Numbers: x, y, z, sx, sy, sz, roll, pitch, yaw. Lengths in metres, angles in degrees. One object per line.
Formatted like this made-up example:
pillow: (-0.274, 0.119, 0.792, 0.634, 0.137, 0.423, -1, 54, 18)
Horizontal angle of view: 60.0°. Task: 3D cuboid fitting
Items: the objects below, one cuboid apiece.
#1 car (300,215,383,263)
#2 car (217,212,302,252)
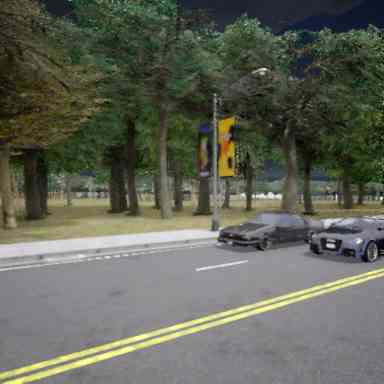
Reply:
car: (6.174, 1.584, 12.084, 4.181, 1.385, 1.994, 0, 0, -36)
car: (3.615, 1.565, 14.252, 5.357, 1.411, 2.033, 0, 0, -36)
